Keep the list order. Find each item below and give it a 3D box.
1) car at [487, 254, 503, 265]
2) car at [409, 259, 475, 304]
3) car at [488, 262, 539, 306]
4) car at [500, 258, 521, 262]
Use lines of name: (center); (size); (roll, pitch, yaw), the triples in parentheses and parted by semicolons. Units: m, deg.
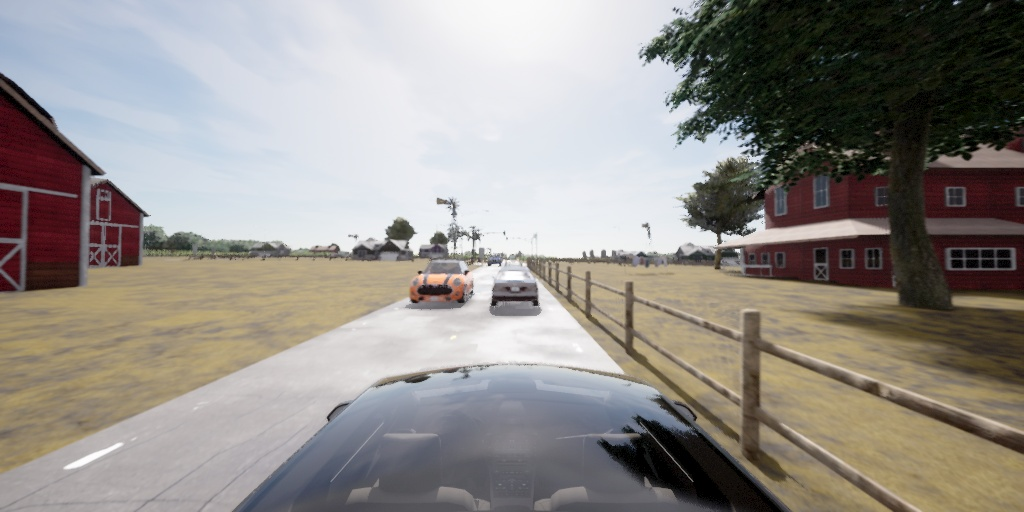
car: (-2.732, 0.682, 58.275); (2.150, 2.045, 5.566); (0, 0, 0)
car: (-2.845, 0.960, 15.383); (2.097, 1.767, 4.553); (0, 0, 0)
car: (0.109, 1.161, 14.896); (2.033, 1.411, 5.357); (0, 1, 0)
car: (0.114, 1.084, 32.824); (1.895, 1.301, 4.718); (0, 0, 0)
